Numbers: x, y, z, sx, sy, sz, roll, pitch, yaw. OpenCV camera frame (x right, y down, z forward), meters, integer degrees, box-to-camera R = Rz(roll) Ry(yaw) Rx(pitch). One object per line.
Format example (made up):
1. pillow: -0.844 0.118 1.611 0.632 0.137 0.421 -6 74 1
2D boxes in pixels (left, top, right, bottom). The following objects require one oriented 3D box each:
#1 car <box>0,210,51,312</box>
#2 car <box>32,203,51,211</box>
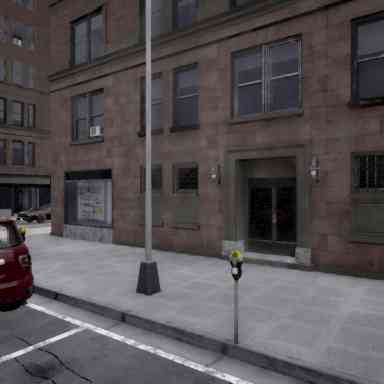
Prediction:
1. car: -5.066 1.315 6.408 5.009 1.841 2.192 0 0 35
2. car: -10.244 1.503 25.168 2.033 1.411 5.357 0 0 36
